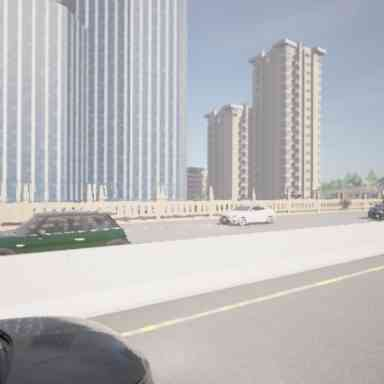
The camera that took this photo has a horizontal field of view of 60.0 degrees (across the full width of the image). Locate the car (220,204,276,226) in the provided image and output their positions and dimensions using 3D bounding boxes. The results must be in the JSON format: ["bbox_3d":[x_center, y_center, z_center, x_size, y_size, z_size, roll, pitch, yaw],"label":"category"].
[{"bbox_3d":[4.133,1.621,24.139,4.674,1.442,1.812,0,0,-35],"label":"car"}]

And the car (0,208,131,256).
[{"bbox_3d":[-4.108,1.363,9.661,4.553,1.767,2.097,0,0,-36],"label":"car"}]

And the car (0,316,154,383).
[{"bbox_3d":[-2.531,1.499,1.938,4.892,1.490,1.837,0,0,-36],"label":"car"}]

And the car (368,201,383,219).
[{"bbox_3d":[17.518,1.526,29.384,4.553,1.767,2.097,0,0,-35],"label":"car"}]
